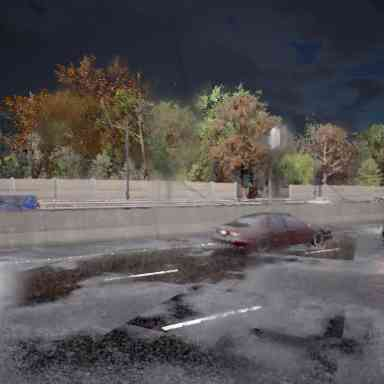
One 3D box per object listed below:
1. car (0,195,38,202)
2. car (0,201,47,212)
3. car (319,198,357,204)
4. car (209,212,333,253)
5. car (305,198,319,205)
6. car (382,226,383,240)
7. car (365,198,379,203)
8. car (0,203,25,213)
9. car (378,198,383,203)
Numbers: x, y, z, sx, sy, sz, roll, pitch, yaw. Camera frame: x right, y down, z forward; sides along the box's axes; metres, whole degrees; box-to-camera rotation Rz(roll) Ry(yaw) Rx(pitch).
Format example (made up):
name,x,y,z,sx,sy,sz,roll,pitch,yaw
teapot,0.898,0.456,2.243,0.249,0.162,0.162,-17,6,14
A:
name,x,y,z,sx,sy,sz,roll,pitch,yaw
car,-13.954,1.218,24.051,5.566,2.045,2.150,0,0,-30
car,-11.996,1.546,21.146,5.357,1.411,2.033,0,0,-30
car,19.512,1.508,43.471,4.902,1.511,2.128,0,0,-30
car,3.332,1.550,13.610,5.357,1.411,2.033,0,0,-30
car,17.894,1.542,46.591,4.674,1.442,1.812,0,0,-30
car,9.625,1.496,13.225,4.902,1.511,2.128,0,0,-30
car,23.405,1.511,41.684,4.902,1.511,2.128,0,0,-30
car,-11.516,1.524,17.376,4.674,1.442,1.812,0,0,-30
car,24.157,1.566,38.078,5.357,1.411,2.033,0,0,-30
